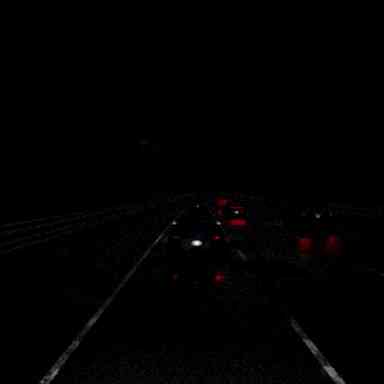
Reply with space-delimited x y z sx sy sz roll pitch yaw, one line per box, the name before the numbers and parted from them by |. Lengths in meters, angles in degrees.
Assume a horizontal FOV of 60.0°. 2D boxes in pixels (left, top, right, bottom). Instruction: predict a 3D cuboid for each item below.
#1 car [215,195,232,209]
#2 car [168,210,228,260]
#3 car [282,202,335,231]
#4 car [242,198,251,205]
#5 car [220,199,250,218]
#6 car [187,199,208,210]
car | 4.550 1.394 47.633 2.150 2.045 5.566 0 0 2
car | 0.173 1.608 12.622 1.994 1.385 4.181 0 0 1
car | 7.296 1.436 21.280 2.097 1.767 4.553 0 0 1
car | 8.287 1.748 53.661 2.033 1.411 5.357 0 0 3
car | 4.034 1.616 31.929 1.837 1.490 4.892 0 -2 1
car | 0.628 1.474 35.494 2.097 1.767 4.553 0 0 2
